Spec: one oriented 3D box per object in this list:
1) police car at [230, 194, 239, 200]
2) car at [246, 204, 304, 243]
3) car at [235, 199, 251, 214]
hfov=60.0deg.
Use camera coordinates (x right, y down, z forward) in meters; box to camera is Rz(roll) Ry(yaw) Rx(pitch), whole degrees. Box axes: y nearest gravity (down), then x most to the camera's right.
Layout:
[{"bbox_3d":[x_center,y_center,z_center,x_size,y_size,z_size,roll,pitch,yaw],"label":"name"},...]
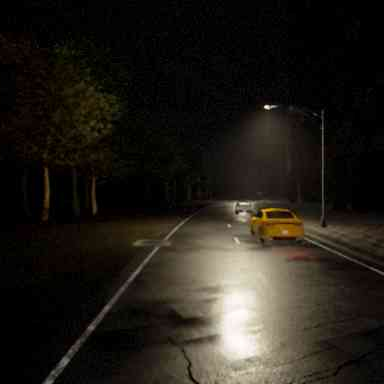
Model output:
[{"bbox_3d":[12.085,1.424,93.616,1.930,1.638,5.238,0,0,16],"label":"police car"},{"bbox_3d":[4.092,1.569,16.619,1.882,1.535,5.008,0,0,3],"label":"car"},{"bbox_3d":[5.817,1.767,37.476,1.895,1.301,4.718,0,0,6],"label":"car"}]
